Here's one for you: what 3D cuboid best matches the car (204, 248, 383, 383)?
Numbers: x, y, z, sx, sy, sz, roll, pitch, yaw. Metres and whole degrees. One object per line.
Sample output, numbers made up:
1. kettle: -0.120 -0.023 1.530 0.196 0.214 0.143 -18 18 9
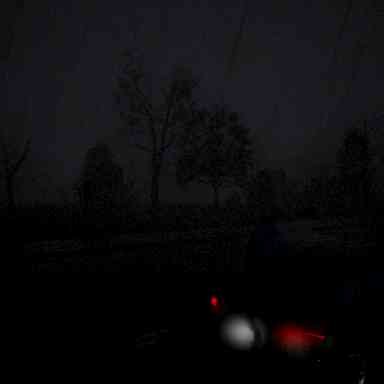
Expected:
1. car: 2.232 1.562 4.921 4.181 1.385 1.994 0 0 -35
